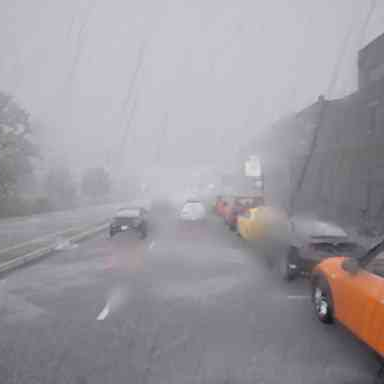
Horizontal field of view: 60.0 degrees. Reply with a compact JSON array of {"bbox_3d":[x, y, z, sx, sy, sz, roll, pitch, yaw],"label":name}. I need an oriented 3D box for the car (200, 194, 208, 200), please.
[{"bbox_3d":[3.275,1.429,92.614,2.231,1.521,4.892,0,0,0],"label":"car"}]

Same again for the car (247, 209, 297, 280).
[{"bbox_3d":[3.233,1.475,9.860,2.231,1.521,4.892,0,0,0],"label":"car"}]

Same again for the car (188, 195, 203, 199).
[{"bbox_3d":[0.129,1.481,41.175,1.837,1.490,4.892,0,0,0],"label":"car"}]

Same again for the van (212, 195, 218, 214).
[{"bbox_3d":[3.248,1.236,32.083,1.878,1.987,4.442,0,0,0],"label":"van"}]

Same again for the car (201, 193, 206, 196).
[{"bbox_3d":[3.269,1.441,65.177,1.946,1.575,5.366,0,0,0],"label":"car"}]

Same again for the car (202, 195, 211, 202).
[{"bbox_3d":[3.277,1.434,76.230,1.946,1.575,5.366,0,0,0],"label":"car"}]

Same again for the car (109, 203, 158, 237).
[{"bbox_3d":[-3.149,1.516,17.884,1.812,1.442,4.674,0,0,0],"label":"car"}]

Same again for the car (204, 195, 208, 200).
[{"bbox_3d":[3.259,1.493,48.414,2.002,1.452,4.674,0,0,0],"label":"car"}]

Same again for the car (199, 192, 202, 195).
[{"bbox_3d":[3.276,1.315,70.487,2.185,1.767,4.553,0,0,0],"label":"car"}]

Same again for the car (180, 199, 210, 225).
[{"bbox_3d":[0.117,1.512,24.072,1.812,1.442,4.674,0,0,0],"label":"car"}]

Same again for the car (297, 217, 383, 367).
[{"bbox_3d":[3.228,1.352,4.310,2.185,1.767,4.553,0,0,0],"label":"car"}]

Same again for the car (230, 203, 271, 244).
[{"bbox_3d":[3.236,1.471,15.386,2.097,1.535,5.008,0,0,0],"label":"car"}]

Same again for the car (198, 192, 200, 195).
[{"bbox_3d":[3.274,1.432,87.087,2.231,1.521,4.892,0,0,0],"label":"car"}]

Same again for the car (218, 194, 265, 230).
[{"bbox_3d":[3.239,1.217,20.819,2.435,2.045,5.566,0,0,0],"label":"car"}]

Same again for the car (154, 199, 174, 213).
[{"bbox_3d":[-3.125,1.485,36.043,1.837,1.490,4.892,0,0,0],"label":"car"}]

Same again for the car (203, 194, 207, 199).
[{"bbox_3d":[3.262,1.451,53.935,2.231,1.521,4.892,0,0,0],"label":"car"}]

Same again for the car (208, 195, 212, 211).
[{"bbox_3d":[3.251,1.333,37.460,2.185,1.767,4.553,0,0,0],"label":"car"}]
